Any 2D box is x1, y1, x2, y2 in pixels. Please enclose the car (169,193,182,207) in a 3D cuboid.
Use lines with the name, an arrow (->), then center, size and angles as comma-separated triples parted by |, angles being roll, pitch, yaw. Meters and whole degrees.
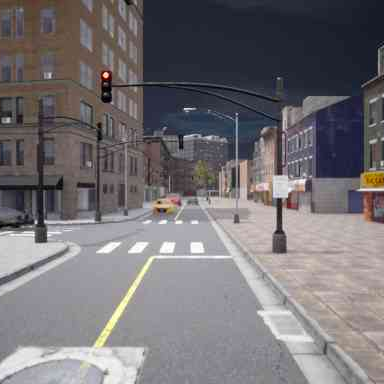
car -> -2.822, 1.236, 52.971 | 2.150, 2.045, 5.566 | 0, 0, 0

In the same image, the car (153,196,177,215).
car -> -2.837, 1.482, 33.662 | 1.882, 1.535, 5.008 | 0, 0, 0

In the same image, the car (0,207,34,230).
car -> -12.518, 1.602, 20.527 | 5.357, 1.411, 2.033 | 0, 0, 14

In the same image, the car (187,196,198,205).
car -> 0.119, 1.507, 59.117 | 2.128, 1.511, 4.902 | 0, 0, 0
